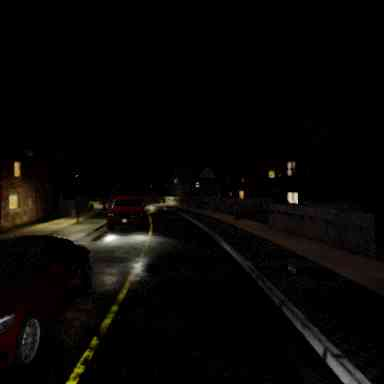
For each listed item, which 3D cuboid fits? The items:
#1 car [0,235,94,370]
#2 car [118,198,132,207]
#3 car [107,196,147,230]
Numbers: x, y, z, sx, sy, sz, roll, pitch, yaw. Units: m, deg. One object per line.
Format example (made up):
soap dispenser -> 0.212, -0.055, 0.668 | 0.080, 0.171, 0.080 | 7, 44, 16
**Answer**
car -> -3.043, 1.548, 5.828 | 1.812, 1.442, 4.674 | 0, 0, -2
car -> -11.806, 1.799, 58.446 | 2.128, 1.511, 4.902 | 0, 0, -16
car -> -4.188, 1.298, 21.951 | 2.150, 2.045, 5.566 | 0, 0, -6
